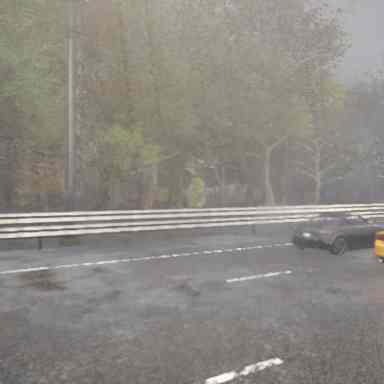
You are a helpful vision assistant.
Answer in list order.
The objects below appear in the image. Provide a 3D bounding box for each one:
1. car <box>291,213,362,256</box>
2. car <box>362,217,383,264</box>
[{"bbox_3d":[5.879,1.512,12.884,4.181,1.385,1.994,0,0,-28],"label":"car"},{"bbox_3d":[7.565,1.454,9.817,5.008,1.535,1.882,0,0,-28],"label":"car"}]
